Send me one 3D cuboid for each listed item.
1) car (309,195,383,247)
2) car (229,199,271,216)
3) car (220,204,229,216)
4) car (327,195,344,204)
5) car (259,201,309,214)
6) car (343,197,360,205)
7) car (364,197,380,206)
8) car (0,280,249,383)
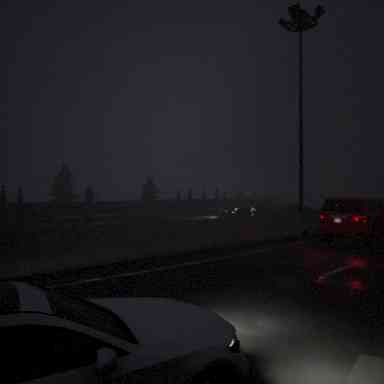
[{"bbox_3d":[7.816,1.248,15.398,5.566,2.045,2.150,0,0,-45],"label":"car"},{"bbox_3d":[5.526,1.412,28.699,2.097,1.767,4.553,0,0,40],"label":"car"},{"bbox_3d":[4.684,1.576,33.123,1.837,1.490,4.892,0,0,38],"label":"car"},{"bbox_3d":[28.292,1.471,65.510,2.097,1.767,4.553,0,0,36],"label":"car"},{"bbox_3d":[7.582,1.598,25.632,2.033,1.411,5.357,0,0,41],"label":"car"},{"bbox_3d":[29.189,1.605,60.767,1.837,1.490,4.892,0,0,36],"label":"car"},{"bbox_3d":[30.953,1.619,57.246,1.812,1.442,4.674,0,0,36],"label":"car"},{"bbox_3d":[-1.596,1.535,2.774,4.674,1.442,1.812,0,0,-36],"label":"car"}]
